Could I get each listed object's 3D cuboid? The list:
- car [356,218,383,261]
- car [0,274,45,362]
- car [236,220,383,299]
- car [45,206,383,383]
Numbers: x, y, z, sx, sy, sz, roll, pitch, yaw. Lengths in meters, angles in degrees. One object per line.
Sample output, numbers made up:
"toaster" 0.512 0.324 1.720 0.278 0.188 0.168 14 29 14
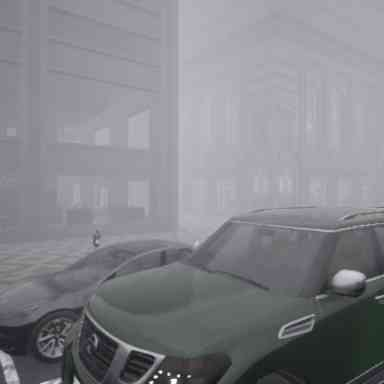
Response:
"car" 8.130 1.665 12.426 4.206 1.307 1.802 0 0 -35
"car" -1.058 1.580 5.894 4.313 1.339 1.947 0 0 -35
"car" 3.536 1.599 9.160 4.403 1.369 2.008 0 0 -35
"car" 1.377 1.242 4.217 5.566 2.045 2.150 0 0 -35
